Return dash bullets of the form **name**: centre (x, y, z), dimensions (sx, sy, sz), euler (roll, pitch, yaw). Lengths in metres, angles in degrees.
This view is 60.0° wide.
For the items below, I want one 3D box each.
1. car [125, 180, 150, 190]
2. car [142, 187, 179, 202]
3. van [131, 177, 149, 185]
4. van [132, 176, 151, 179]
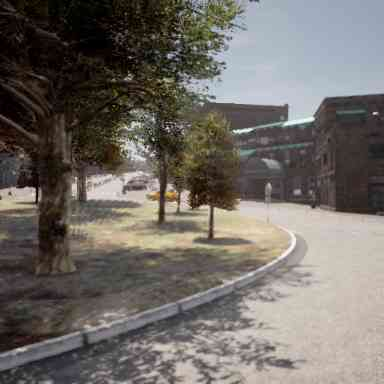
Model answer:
- **car**: centre (-11.965, -1.152, 71.448), dimensions (4.892, 1.521, 2.231), euler (-1, 5, -26)
- **car**: centre (-4.137, 0.499, 46.571), dimensions (5.008, 1.535, 1.882), euler (2, 1, 31)
- **van**: centre (-14.106, -2.944, 89.461), dimensions (4.442, 1.987, 1.878), euler (-1, 6, -26)
- **van**: centre (-12.874, -2.165, 80.526), dimensions (4.442, 1.987, 1.878), euler (-1, 5, -26)
